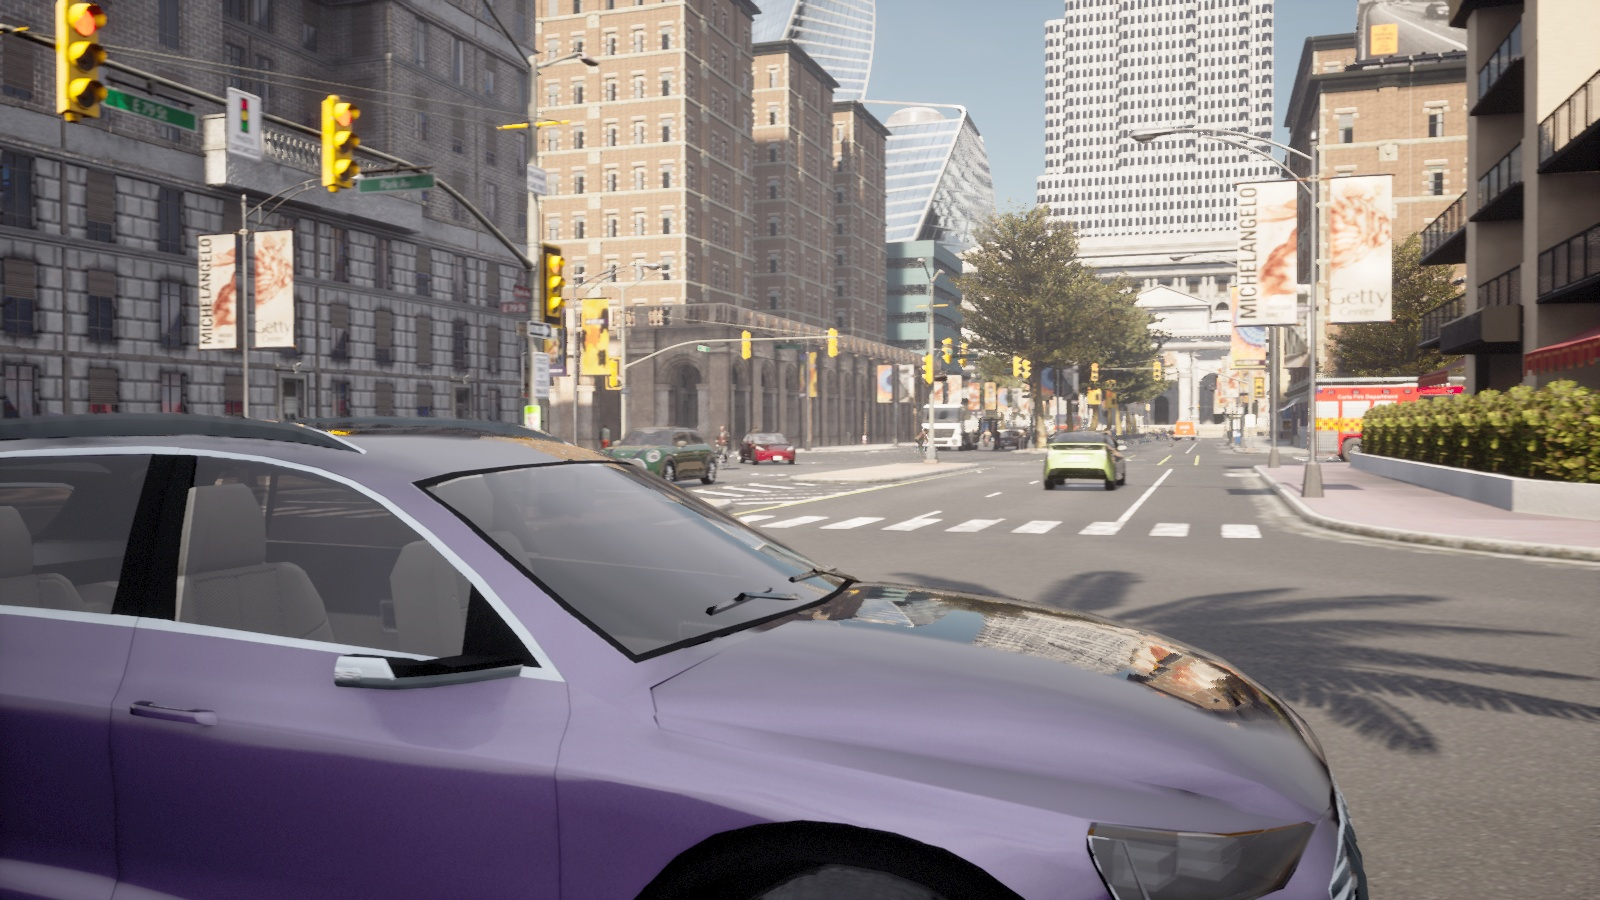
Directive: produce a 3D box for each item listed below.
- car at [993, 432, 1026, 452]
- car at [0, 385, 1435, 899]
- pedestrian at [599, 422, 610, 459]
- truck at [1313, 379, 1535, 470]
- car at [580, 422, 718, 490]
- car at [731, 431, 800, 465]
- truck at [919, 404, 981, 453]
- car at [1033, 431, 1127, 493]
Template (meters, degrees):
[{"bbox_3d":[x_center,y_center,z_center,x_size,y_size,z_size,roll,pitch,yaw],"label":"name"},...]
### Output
[{"bbox_3d":[16.234,-0.641,97.091,1.812,1.442,4.674,1,1,18],"label":"car"},{"bbox_3d":[-1.069,0.696,3.552,4.856,1.649,2.033,1,1,19],"label":"car"},{"bbox_3d":[-9.715,-0.469,62.336,0.353,1.847,0.614,0,1,10],"label":"pedestrian"},{"bbox_3d":[27.418,-1.126,55.660,8.468,3.827,2.891,1,1,18],"label":"truck"},{"bbox_3d":[-4.099,0.110,34.950,2.097,1.767,4.553,1,1,18],"label":"car"},{"bbox_3d":[-1.653,-0.107,57.910,2.163,1.488,4.792,0,1,-14],"label":"car"},{"bbox_3d":[11.161,-1.598,92.716,2.891,3.462,7.936,1,1,19],"label":"truck"},{"bbox_3d":[7.534,0.265,33.528,2.007,1.525,4.514,1,1,18],"label":"car"}]
